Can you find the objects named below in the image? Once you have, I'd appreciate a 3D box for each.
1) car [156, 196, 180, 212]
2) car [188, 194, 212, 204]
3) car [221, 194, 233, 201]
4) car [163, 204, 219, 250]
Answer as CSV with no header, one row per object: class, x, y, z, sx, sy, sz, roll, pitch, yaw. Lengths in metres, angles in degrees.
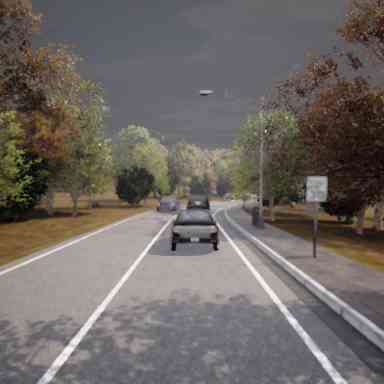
car,-2.565,1.300,37.138,2.097,1.767,4.553,1,0,7
car,0.779,1.204,33.785,2.150,2.045,5.566,0,0,4
car,8.095,1.293,76.802,1.837,1.490,4.892,2,0,22
car,0.104,1.477,14.228,2.128,1.511,4.902,0,0,0
